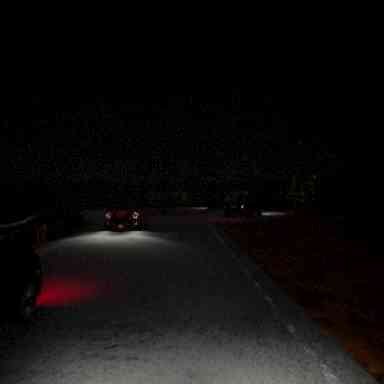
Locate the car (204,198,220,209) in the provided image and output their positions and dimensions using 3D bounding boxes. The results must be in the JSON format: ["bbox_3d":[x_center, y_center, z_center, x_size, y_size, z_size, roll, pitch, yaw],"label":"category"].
[{"bbox_3d":[3.923,1.468,42.610,2.033,1.411,5.357,0,0,-43],"label":"car"}]

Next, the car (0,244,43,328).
[{"bbox_3d":[-3.684,1.506,4.357,2.128,1.511,4.902,0,0,-1],"label":"car"}]

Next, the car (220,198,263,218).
[{"bbox_3d":[4.797,1.285,30.185,2.097,1.767,4.553,0,0,33],"label":"car"}]

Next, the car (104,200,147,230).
[{"bbox_3d":[-4.082,1.344,21.030,2.097,1.767,4.553,0,0,-2],"label":"car"}]
